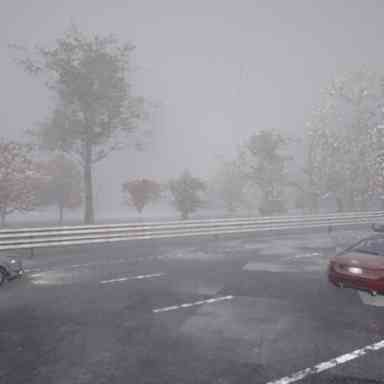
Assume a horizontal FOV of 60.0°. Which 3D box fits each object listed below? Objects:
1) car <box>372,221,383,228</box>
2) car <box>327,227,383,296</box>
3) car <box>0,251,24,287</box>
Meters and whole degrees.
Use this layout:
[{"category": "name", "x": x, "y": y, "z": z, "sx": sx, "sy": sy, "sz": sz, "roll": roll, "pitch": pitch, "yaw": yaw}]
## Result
[{"category": "car", "x": 13.691, "y": 2.141, "z": 21.015, "sx": 4.718, "sy": 1.301, "sz": 1.895, "roll": 0, "pitch": -3, "yaw": -28}, {"category": "car", "x": 5.505, "y": 1.775, "z": 8.612, "sx": 4.181, "sy": 1.385, "sz": 1.994, "roll": 0, "pitch": -3, "yaw": -29}, {"category": "car", "x": -7.156, "y": 2.112, "z": 9.526, "sx": 4.181, "sy": 1.385, "sz": 1.994, "roll": 0, "pitch": -3, "yaw": -30}]
